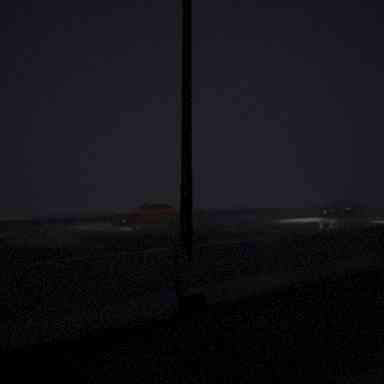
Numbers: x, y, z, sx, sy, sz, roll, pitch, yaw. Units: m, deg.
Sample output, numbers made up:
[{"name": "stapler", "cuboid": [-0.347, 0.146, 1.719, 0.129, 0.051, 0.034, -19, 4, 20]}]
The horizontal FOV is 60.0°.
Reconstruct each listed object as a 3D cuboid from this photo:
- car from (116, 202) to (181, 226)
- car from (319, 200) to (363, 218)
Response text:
[{"name": "car", "cuboid": [-2.824, 1.454, 23.217, 5.008, 1.535, 1.882, 0, 0, -34]}, {"name": "car", "cuboid": [13.536, 1.511, 30.101, 4.902, 1.511, 2.128, 0, 0, -34]}]
